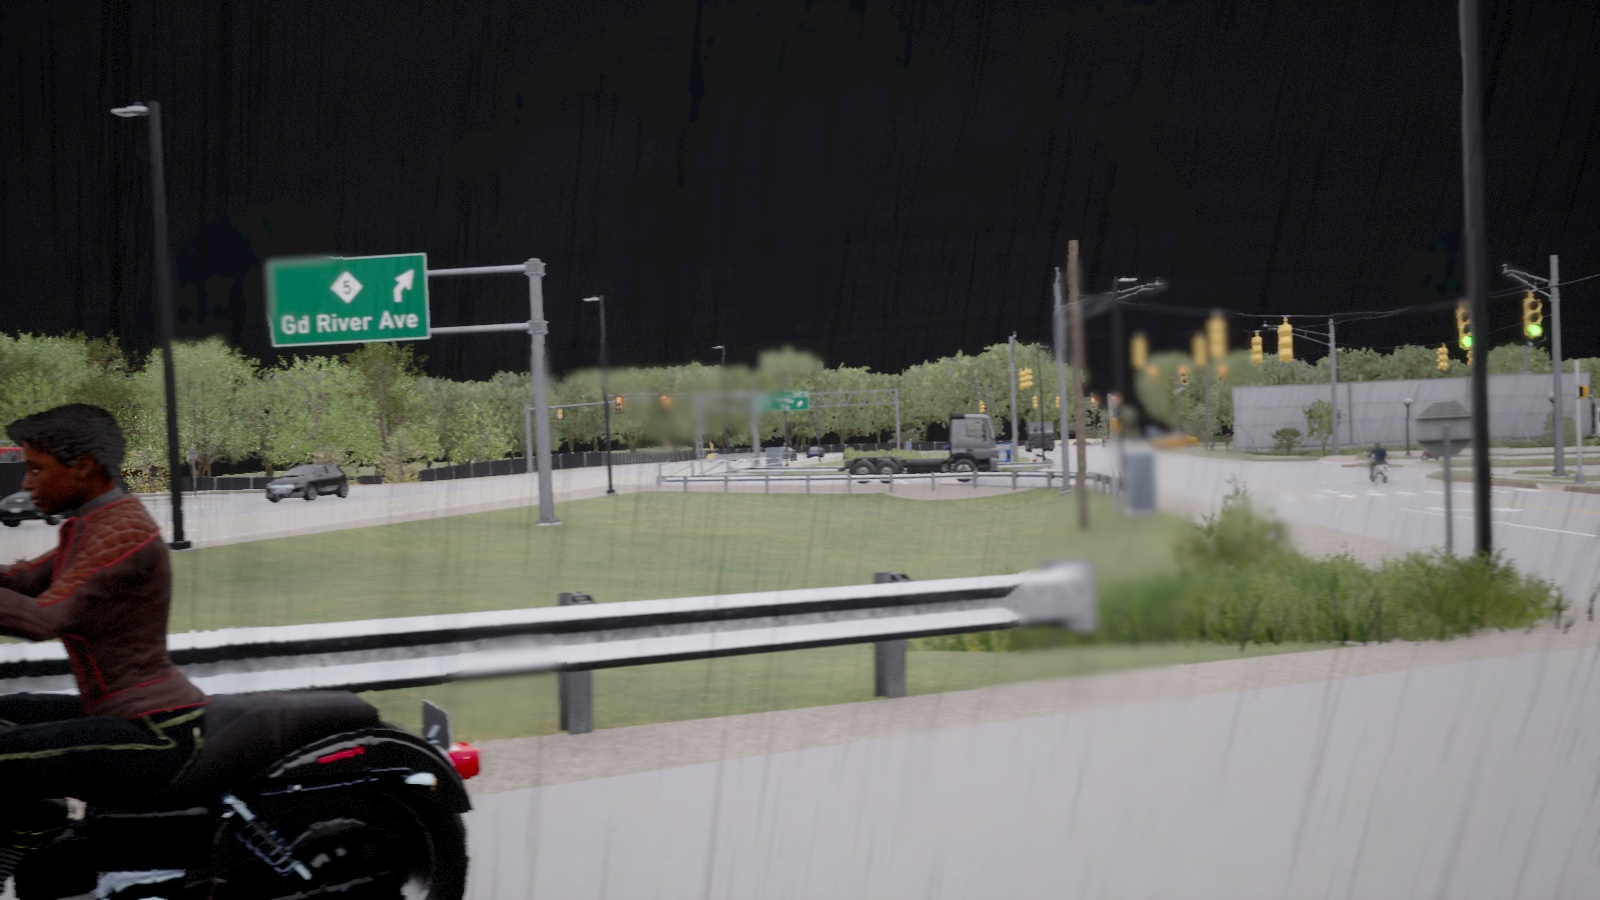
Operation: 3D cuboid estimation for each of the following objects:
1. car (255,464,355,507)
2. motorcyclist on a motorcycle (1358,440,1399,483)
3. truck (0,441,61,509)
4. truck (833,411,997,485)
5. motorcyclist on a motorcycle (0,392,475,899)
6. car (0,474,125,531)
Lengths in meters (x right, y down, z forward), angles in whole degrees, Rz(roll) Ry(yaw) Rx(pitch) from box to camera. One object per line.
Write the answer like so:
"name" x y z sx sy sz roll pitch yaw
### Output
"car" -22.143 1.542 56.381 2.033 1.649 4.856 -3 0 7
"motorcyclist on a motorcycle" 22.352 0.438 48.539 0.866 1.590 1.817 -3 0 6
"truck" -48.391 1.635 73.299 8.468 3.827 2.891 -4 1 -3
"truck" 5.835 -0.113 63.319 7.936 3.462 2.891 -1 0 8
"motorcyclist on a motorcycle" -2.017 0.707 2.839 2.350 1.649 0.766 -1 0 -33
"car" -24.099 1.669 40.751 1.851 1.617 3.988 -3 0 7
